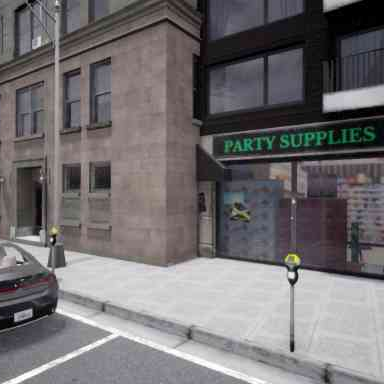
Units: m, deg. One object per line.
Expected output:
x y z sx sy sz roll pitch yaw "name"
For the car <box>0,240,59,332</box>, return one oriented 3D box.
-4.216 1.553 6.091 4.403 1.369 2.008 0 0 36 "car"
